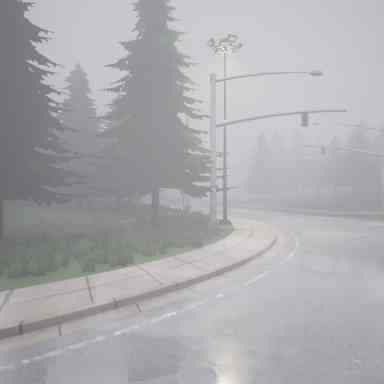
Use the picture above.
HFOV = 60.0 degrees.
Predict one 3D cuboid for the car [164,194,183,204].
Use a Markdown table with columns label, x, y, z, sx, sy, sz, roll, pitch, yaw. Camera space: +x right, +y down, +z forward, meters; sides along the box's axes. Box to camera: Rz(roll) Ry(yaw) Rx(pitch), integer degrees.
| label | x | y | z | sx | sy | sz | roll | pitch | yaw |
| --- | --- | --- | --- | --- | --- | --- | --- | --- | --- |
| car | -3.236 | 1.547 | 65.433 | 2.033 | 1.411 | 5.357 | 0 | 0 | -21 |

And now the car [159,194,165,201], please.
| label | x | y | z | sx | sy | sz | roll | pitch | yaw |
| --- | --- | --- | --- | --- | --- | --- | --- | --- | --- |
| car | -7.119 | 1.186 | 75.170 | 2.150 | 2.045 | 5.566 | 0 | 0 | -21 |
